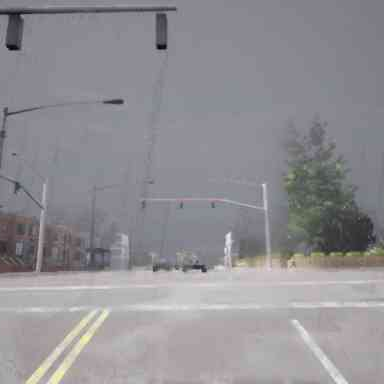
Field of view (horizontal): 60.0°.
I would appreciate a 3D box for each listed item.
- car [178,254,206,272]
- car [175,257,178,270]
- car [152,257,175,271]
[{"bbox_3d":[0.192,5.949,27.837,2.033,1.411,5.357,-1,-13,0],"label":"car"},{"bbox_3d":[-3.316,11.475,53.457,2.150,2.045,5.566,-1,-13,1],"label":"car"},{"bbox_3d":[-3.429,8.483,38.775,2.033,1.411,5.357,-1,-13,0],"label":"car"}]
